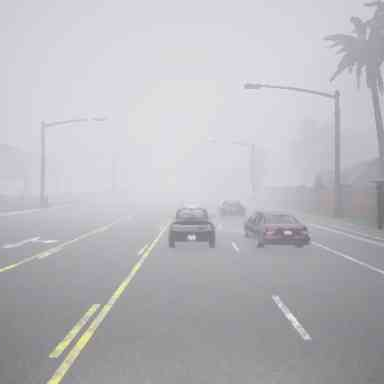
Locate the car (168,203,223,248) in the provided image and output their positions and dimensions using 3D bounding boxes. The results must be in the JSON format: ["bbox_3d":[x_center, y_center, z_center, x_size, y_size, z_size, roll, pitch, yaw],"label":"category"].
[{"bbox_3d":[-0.002,1.459,14.648,2.128,1.511,4.902,0,0,0],"label":"car"}]

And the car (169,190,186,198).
[{"bbox_3d":[-2.981,0.627,79.209,2.097,1.767,4.553,0,1,19],"label":"car"}]

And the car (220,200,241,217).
[{"bbox_3d":[3.497,1.408,29.645,1.994,1.385,4.181,0,1,0],"label":"car"}]

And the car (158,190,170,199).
[{"bbox_3d":[-6.181,0.504,80.619,2.150,2.045,5.566,0,1,19],"label":"car"}]

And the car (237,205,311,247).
[{"bbox_3d":[3.498,1.522,14.647,2.033,1.411,5.357,0,0,0],"label":"car"}]

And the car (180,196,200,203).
[{"bbox_3d":[-0.003,1.373,29.645,1.812,1.442,4.674,0,1,0],"label":"car"}]
